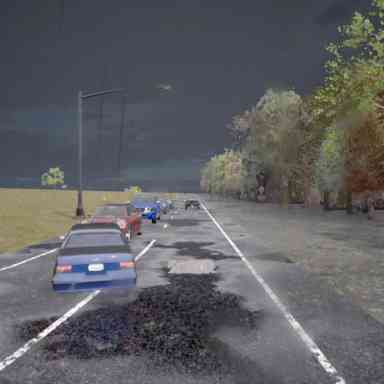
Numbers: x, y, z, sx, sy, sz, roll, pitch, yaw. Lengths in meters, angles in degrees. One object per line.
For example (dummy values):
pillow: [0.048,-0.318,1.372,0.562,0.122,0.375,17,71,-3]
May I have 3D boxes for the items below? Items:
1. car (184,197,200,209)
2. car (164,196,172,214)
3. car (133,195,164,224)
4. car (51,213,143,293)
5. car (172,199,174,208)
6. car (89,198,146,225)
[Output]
car: [0.041,1.500,44.230,1.837,1.490,4.892,0,0,0]
car: [-3.608,1.351,35.305,2.097,1.767,4.553,0,0,0]
car: [-3.614,1.223,25.300,2.150,2.045,5.566,0,0,-1]
car: [-2.622,1.549,9.047,2.033,1.411,5.357,0,0,-16]
car: [-3.610,1.347,45.312,2.097,1.767,4.553,0,0,0]
car: [-3.678,1.353,15.635,2.097,1.767,4.553,0,0,1]
